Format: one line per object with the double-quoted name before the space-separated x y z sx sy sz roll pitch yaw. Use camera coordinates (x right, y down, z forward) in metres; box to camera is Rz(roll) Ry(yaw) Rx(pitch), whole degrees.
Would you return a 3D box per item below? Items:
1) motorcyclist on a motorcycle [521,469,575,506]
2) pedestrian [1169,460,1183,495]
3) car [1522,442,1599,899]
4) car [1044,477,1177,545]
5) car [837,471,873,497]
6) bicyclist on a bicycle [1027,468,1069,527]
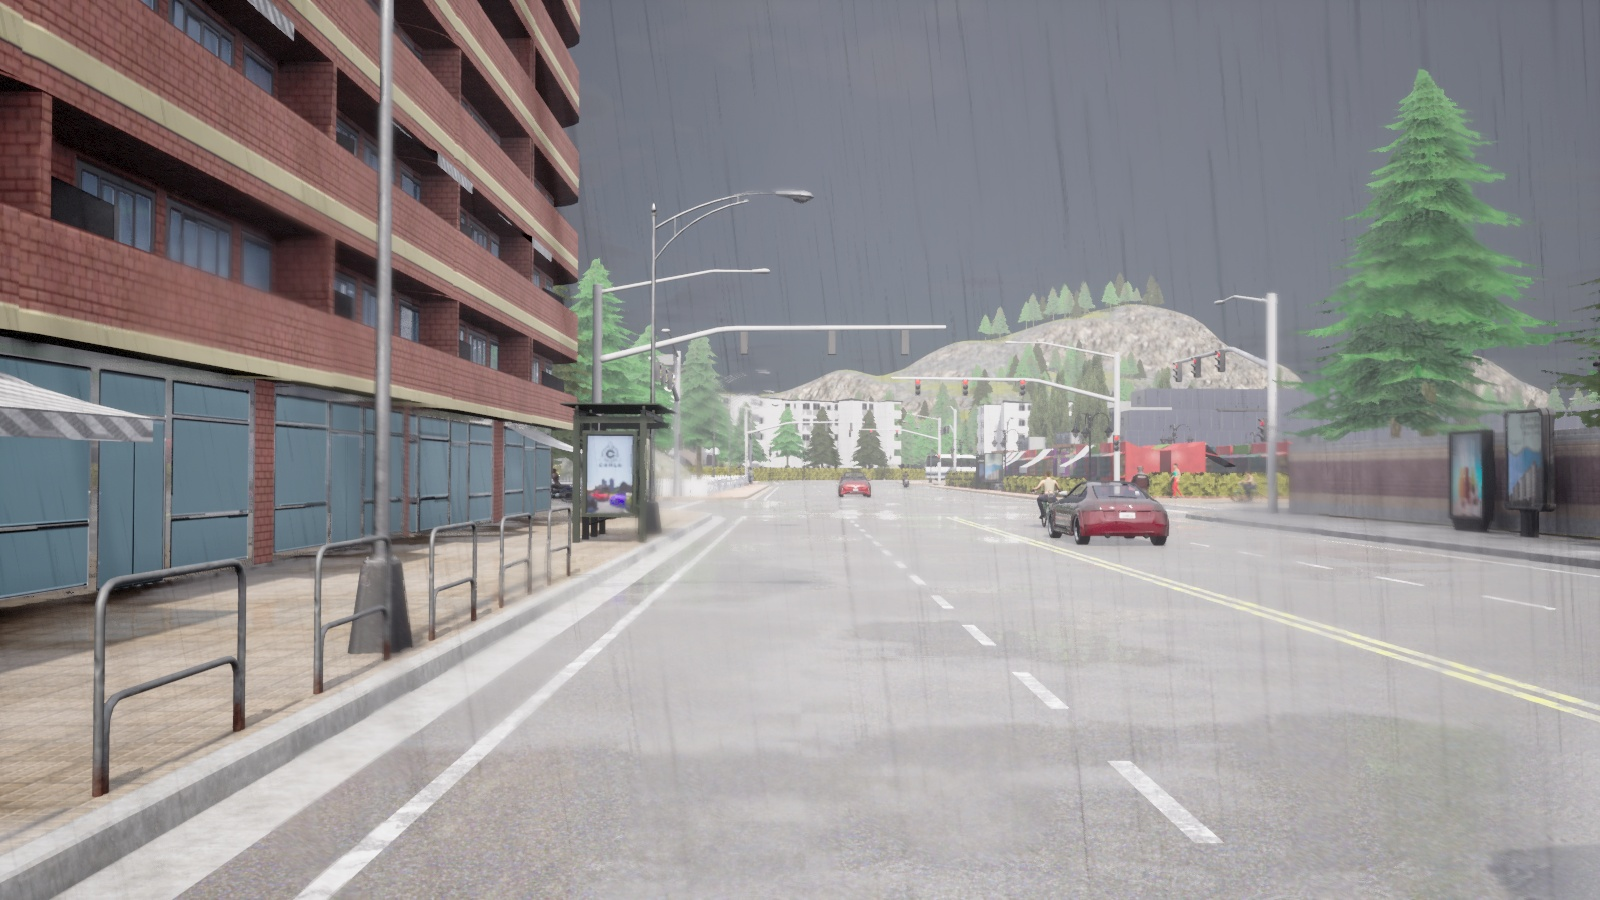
"motorcyclist on a motorcycle" -11.431 1.709 56.919 2.350 1.649 0.766 0 -1 -8
"pedestrian" 19.438 1.423 64.924 0.594 1.836 0.345 0 -1 3
"car" 3.494 0.762 1.855 2.033 1.649 4.856 0 -1 0
"car" 6.923 1.328 28.475 1.994 1.385 4.181 0 -1 0
"car" 3.301 2.029 76.449 2.007 1.525 4.514 0 -1 0
"bicyclist on a bicycle" 6.904 1.310 34.999 0.866 1.612 1.509 0 -1 0
